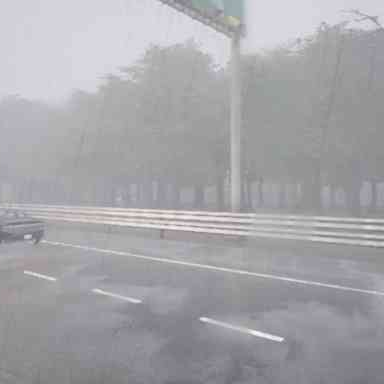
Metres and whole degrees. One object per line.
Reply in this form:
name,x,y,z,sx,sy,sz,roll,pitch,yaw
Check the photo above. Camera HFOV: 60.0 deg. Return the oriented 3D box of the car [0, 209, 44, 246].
car,-8.206,1.492,14.028,4.902,1.511,2.128,0,0,36
